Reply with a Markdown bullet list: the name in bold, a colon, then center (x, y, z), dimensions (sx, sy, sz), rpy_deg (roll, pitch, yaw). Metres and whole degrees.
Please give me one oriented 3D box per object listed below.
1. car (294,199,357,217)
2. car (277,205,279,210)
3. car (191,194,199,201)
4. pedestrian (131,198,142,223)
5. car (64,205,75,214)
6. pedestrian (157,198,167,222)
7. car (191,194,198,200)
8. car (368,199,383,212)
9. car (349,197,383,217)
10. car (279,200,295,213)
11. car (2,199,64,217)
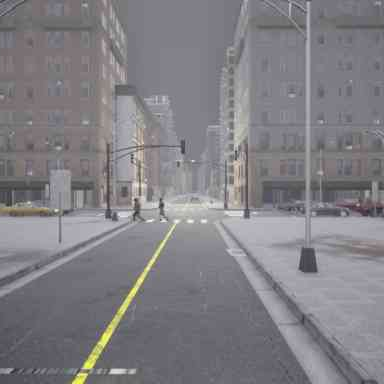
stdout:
- **car**: center (12.009, 1.577, 30.104), dimensions (4.403, 1.369, 2.008), rpy_deg (0, 0, 1)
- **car**: center (12.082, 1.533, 38.128), dimensions (4.507, 1.381, 1.887), rpy_deg (0, 0, 1)
- **car**: center (0.657, 1.547, 80.514), dimensions (1.812, 1.442, 4.674), rpy_deg (0, 0, 0)
- **pedestrian**: center (-3.984, 1.294, 23.850), dimensions (0.375, 1.860, 0.375), rpy_deg (0, 0, 0)
- **car**: center (-14.095, 1.514, 32.866), dimensions (4.892, 1.490, 1.837), rpy_deg (0, 0, -1)
- **pedestrian**: center (-2.231, 1.294, 24.435), dimensions (0.375, 1.860, 0.375), rpy_deg (0, 0, 0)
- **car**: center (0.738, 1.396, 90.518), dimensions (1.812, 1.442, 4.674), rpy_deg (0, 0, 0)
- **car**: center (22.900, 1.542, 38.031), dimensions (4.403, 1.369, 2.008), rpy_deg (0, 0, 1)
- **car**: center (17.418, 1.342, 30.054), dimensions (5.009, 1.841, 2.192), rpy_deg (0, 0, 1)
- **car**: center (12.178, 1.601, 35.589), dimensions (4.718, 1.301, 1.895), rpy_deg (0, 0, -2)
- **car**: center (-14.666, 1.546, 30.344), dimensions (4.829, 1.417, 1.752), rpy_deg (0, 0, 1)
